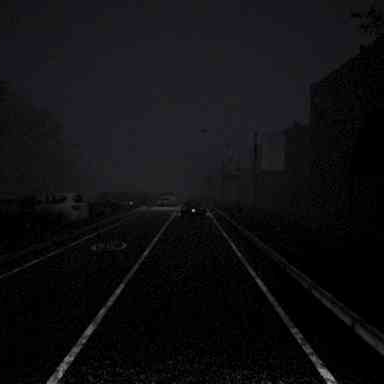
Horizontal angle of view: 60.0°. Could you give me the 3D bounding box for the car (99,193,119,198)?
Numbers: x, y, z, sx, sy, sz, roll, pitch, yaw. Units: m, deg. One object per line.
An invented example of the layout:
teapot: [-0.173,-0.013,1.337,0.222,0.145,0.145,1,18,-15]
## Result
car: [-22.048,0.955,88.788,4.792,1.488,2.163,0,0,0]

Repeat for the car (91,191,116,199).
car: [-22.042,0.714,83.234,5.566,2.045,2.435,0,0,0]

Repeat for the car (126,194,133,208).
car: [-9.059,1.207,33.384,5.366,1.575,1.946,0,0,0]

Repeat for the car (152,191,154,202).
car: [-8.928,0.987,53.006,4.553,1.767,2.185,0,0,0]

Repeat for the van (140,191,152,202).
van: [-8.777,0.901,50.202,4.442,1.987,1.878,0,0,0]

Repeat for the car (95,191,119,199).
car: [-21.988,0.695,86.011,5.566,2.045,2.435,0,0,0]

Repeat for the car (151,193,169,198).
car: [-8.973,0.924,92.260,4.792,1.488,2.163,0,1,0]

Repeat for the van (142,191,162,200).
van: [-9.041,0.776,75.431,4.442,1.987,1.878,0,0,0]

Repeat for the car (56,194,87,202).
car: [-21.992,1.076,61.029,4.892,1.521,2.231,0,0,0]

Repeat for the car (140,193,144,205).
car: [-8.854,1.198,41.794,4.792,1.488,2.163,0,0,0]

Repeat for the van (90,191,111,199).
van: [-22.126,0.753,80.458,4.442,1.987,1.878,0,0,0]

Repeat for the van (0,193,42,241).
van: [-8.967,1.125,13.762,4.442,1.987,1.878,0,0,0]

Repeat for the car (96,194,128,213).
car: [-8.865,1.225,30.584,5.008,1.535,2.097,0,0,0]

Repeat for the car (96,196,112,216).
car: [-8.834,1.291,24.976,4.792,1.488,2.163,0,0,0]

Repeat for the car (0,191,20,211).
car: [-21.928,0.948,35.805,5.566,2.045,2.435,0,0,0]

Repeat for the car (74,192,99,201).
car: [-22.027,0.908,69.355,4.553,1.767,2.185,0,0,0]

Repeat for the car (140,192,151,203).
car: [-8.885,1.140,47.400,5.008,1.535,2.097,0,0,0]

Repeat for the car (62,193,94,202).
car: [-21.804,1.058,63.806,5.366,1.575,1.946,0,0,0]

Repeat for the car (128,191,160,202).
car: [-8.879,0.820,61.415,5.566,2.045,2.435,0,0,0]

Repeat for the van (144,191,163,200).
van: [-9.044,0.762,78.235,4.442,1.987,1.878,0,0,0]

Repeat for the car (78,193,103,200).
car: [-21.971,1.049,72.133,4.792,1.488,2.163,0,0,0]

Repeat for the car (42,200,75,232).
car: [-8.848,1.328,16.568,5.008,1.535,2.097,0,0,0]

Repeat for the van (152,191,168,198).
van: [-9.064,0.638,95.060,4.442,1.987,1.878,0,1,0]

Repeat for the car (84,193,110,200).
car: [-22.192,0.989,77.684,5.366,1.575,1.946,0,0,0]

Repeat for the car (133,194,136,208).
car: [-8.906,1.225,36.187,4.792,1.488,2.163,0,0,0]

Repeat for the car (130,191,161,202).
car: [-8.882,0.806,64.218,5.566,2.045,2.435,0,0,0]

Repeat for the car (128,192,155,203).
car: [-8.873,0.959,58.613,4.553,1.767,2.185,0,0,0]

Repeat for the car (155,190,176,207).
car: [-3.326,0.903,44.818,2.150,2.045,5.566,0,0,0]

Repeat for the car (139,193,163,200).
car: [-8.914,1.017,72.629,4.892,1.521,2.231,0,0,0]

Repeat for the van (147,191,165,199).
van: [-9.051,0.734,83.839,4.442,1.987,1.878,0,0,0]

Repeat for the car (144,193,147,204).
car: [-8.858,1.184,44.597,4.792,1.488,2.163,0,0,0]

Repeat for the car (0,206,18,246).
car: [-8.842,1.375,10.962,4.892,1.521,2.231,0,0,0]

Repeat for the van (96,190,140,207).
van: [-8.763,0.956,38.989,4.442,1.987,1.878,0,0,0]

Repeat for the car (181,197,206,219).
car: [0.105,1.343,26.770,1.994,1.385,4.181,0,0,0]

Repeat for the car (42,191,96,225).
car: [-8.885,1.054,19.369,5.566,2.045,2.435,0,0,0]

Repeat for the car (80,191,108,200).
car: [-22.032,0.755,74.907,5.566,2.045,2.435,0,0,0]

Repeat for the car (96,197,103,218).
car: [-8.855,1.283,22.179,4.892,1.521,2.231,0,0,0]

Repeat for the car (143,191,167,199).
car: [-8.903,0.723,81.039,5.566,2.045,2.435,0,0,0]

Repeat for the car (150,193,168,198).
car: [-8.938,0.959,89.452,4.674,1.452,2.002,0,0,0]
